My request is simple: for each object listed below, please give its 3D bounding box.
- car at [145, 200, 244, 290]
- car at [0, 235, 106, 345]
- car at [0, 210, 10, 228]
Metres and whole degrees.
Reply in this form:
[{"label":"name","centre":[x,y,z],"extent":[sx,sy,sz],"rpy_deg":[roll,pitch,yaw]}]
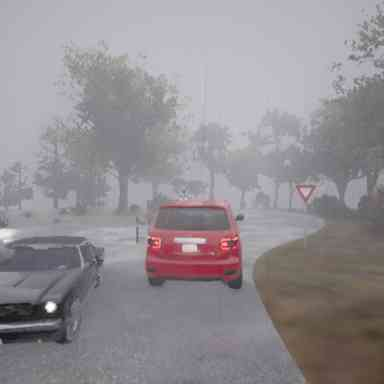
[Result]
[{"label":"car","centre":[0.270,1.222,9.340],"extent":[2.150,2.045,5.566],"rpy_deg":[0,0,7]},{"label":"car","centre":[-2.875,1.601,6.413],"extent":[1.895,1.301,4.718],"rpy_deg":[0,0,-8]},{"label":"car","centre":[-13.287,1.565,21.049],"extent":[4.181,1.385,1.994],"rpy_deg":[0,0,39]}]
